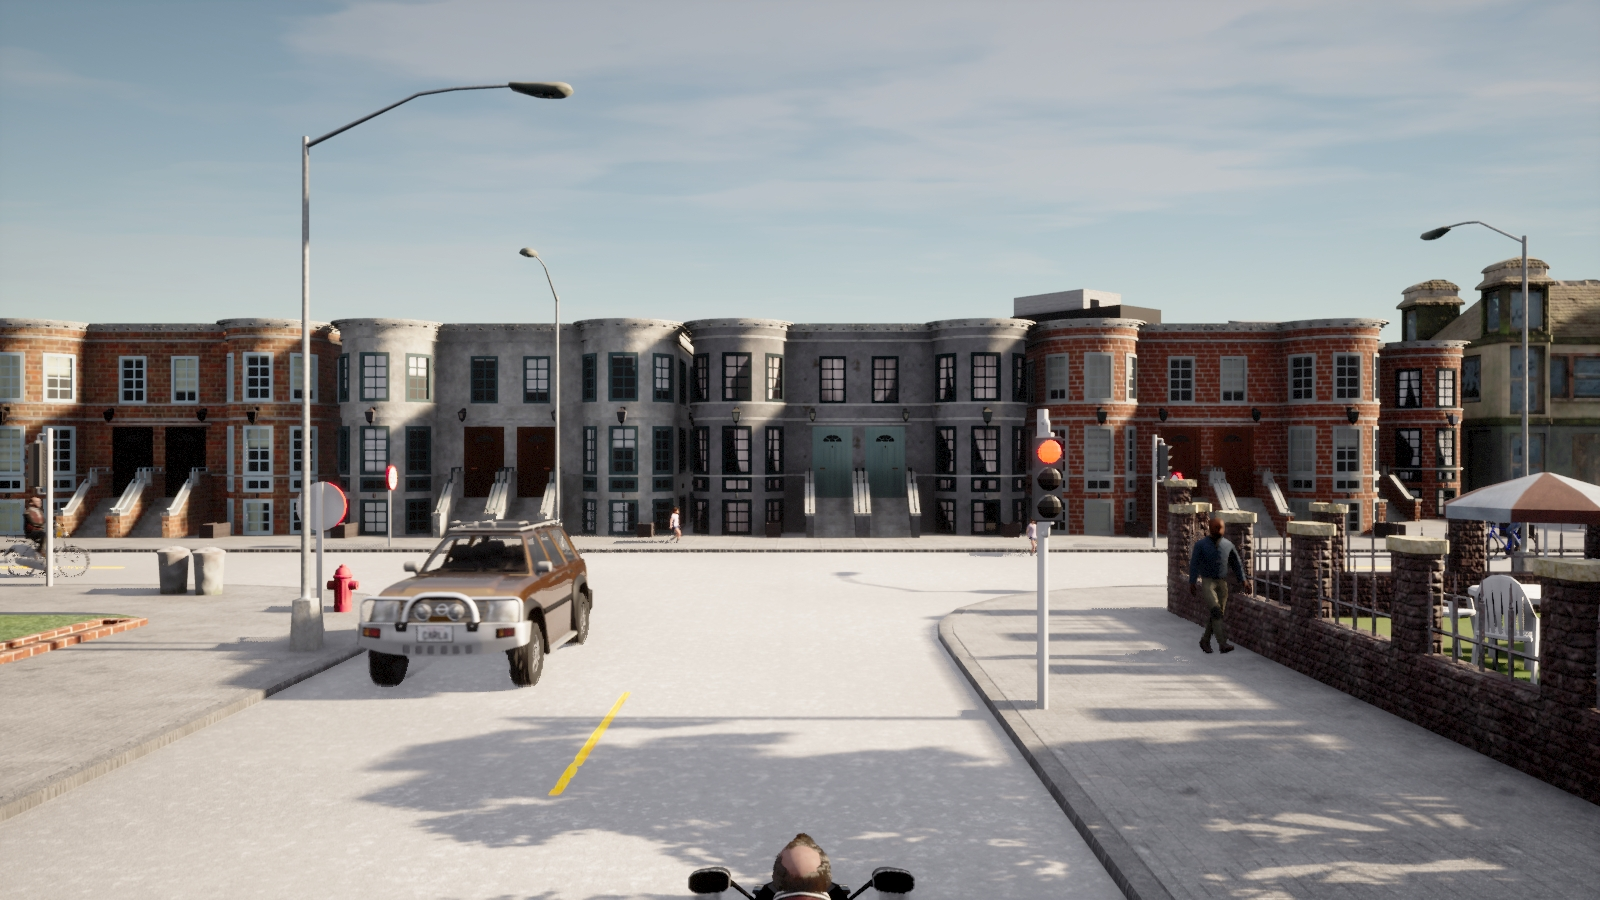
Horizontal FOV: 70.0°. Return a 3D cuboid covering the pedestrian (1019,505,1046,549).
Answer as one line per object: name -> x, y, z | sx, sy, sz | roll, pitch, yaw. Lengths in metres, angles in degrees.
pedestrian -> 6.077, 1.997, 29.822 | 0.500, 1.100, 0.500 | 0, 0, -21

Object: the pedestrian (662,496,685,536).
pedestrian -> -3.624, 1.891, 32.747 | 0.500, 1.100, 0.500 | 0, 0, 12

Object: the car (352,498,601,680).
car -> -3.987, 1.639, 14.981 | 1.932, 1.855, 4.605 | 0, 0, 0

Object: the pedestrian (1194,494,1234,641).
pedestrian -> 5.343, 1.509, 14.765 | 0.375, 1.860, 0.375 | 0, 0, -2
